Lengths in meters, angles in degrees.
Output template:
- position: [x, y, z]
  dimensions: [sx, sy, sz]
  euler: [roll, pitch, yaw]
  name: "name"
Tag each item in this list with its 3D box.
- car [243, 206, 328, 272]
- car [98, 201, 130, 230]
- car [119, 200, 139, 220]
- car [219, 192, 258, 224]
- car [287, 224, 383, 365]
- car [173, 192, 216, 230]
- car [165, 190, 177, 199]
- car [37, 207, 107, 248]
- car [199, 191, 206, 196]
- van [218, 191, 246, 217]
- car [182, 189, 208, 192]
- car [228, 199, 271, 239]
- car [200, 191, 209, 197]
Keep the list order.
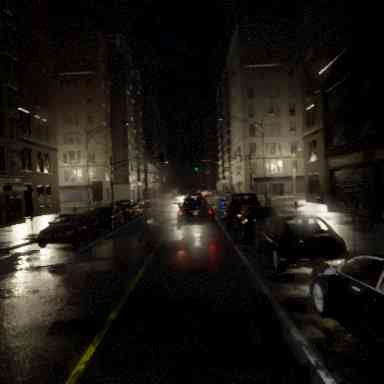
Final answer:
- position: [2.932, 1.307, 9.723]
  dimensions: [2.008, 1.369, 4.403]
  euler: [-2, 1, 1]
  name: "car"
- position: [-5.485, 1.554, 20.844]
  dimensions: [1.947, 1.339, 4.313]
  euler: [-2, 1, 1]
  name: "car"
- position: [-5.441, 1.361, 26.367]
  dimensions: [1.967, 1.590, 4.097]
  euler: [-2, 1, 1]
  name: "car"
- position: [3.022, 0.936, 20.766]
  dimensions: [2.192, 1.841, 5.009]
  euler: [-2, 1, 1]
  name: "car"
- position: [2.882, 1.374, 4.200]
  dimensions: [2.008, 1.369, 4.403]
  euler: [-2, 1, 1]
  name: "car"
- position: [0.221, 1.110, 19.457]
  dimensions: [2.097, 1.767, 4.553]
  euler: [-2, 1, 1]
  name: "car"
- position: [-5.471, 0.749, 81.390]
  dimensions: [1.967, 1.590, 4.097]
  euler: [-2, 1, -1]
  name: "car"
- position: [-5.535, 1.638, 15.320]
  dimensions: [1.802, 1.307, 4.206]
  euler: [-2, 1, 1]
  name: "car"
- position: [2.906, 0.412, 92.793]
  dimensions: [1.802, 1.307, 4.206]
  euler: [-3, 1, -1]
  name: "car"
- position: [3.073, 0.895, 26.290]
  dimensions: [1.690, 1.788, 3.998]
  euler: [-2, 1, 1]
  name: "van"
- position: [0.244, 0.929, 34.702]
  dimensions: [2.097, 1.767, 4.553]
  euler: [-2, 1, -1]
  name: "car"
- position: [2.982, 1.254, 15.246]
  dimensions: [1.947, 1.339, 4.313]
  euler: [-2, 1, 1]
  name: "car"
- position: [3.051, 0.522, 81.489]
  dimensions: [1.802, 1.307, 4.206]
  euler: [-2, 1, -1]
  name: "car"
